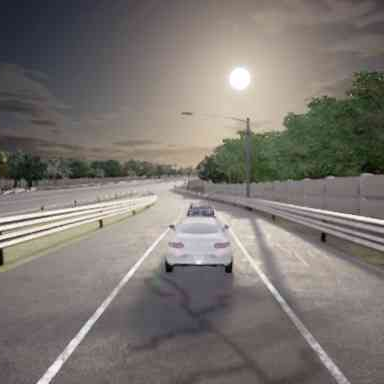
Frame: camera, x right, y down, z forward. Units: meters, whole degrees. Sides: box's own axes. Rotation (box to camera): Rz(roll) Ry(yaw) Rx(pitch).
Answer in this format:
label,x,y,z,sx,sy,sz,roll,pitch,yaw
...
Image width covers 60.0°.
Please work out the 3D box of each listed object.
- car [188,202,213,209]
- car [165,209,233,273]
label,x,y,z,sx,sy,sz,roll,pitch,yaw
car,0.657,1.432,25.329,1.895,1.301,4.718,0,0,2
car,0.220,1.457,10.395,1.812,1.442,4.674,0,0,1
